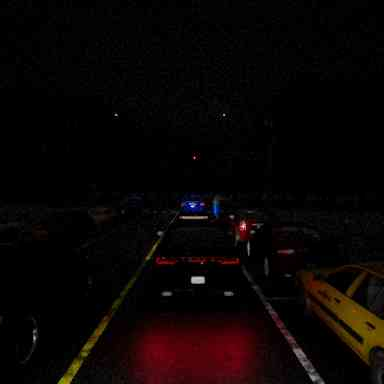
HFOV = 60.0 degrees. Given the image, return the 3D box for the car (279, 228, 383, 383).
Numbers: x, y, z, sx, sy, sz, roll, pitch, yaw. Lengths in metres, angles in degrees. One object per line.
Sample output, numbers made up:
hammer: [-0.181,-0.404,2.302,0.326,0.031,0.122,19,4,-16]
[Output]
car: [2.758,1.525,4.582,1.752,1.417,4.829,0,0,0]

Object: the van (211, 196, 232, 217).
van: [2.745,1.346,31.600,1.690,1.788,3.998,0,0,0]

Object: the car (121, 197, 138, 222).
car: [-5.778,1.444,26.158,1.967,1.590,4.097,0,0,0]

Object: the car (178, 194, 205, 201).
car: [0.009,1.226,29.438,2.150,2.045,5.566,0,0,-2]

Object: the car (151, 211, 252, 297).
car: [0.090,1.478,8.627,1.882,1.535,5.008,0,0,0]

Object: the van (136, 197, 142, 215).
van: [-5.781,1.346,31.596,1.690,1.788,3.998,0,0,0]

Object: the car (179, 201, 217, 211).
car: [0.087,1.493,19.071,2.128,1.511,4.902,0,0,0]

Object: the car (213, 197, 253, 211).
car: [2.750,1.317,20.725,2.192,1.841,5.009,0,0,0]

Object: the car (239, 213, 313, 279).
car: [2.755,1.545,9.850,1.887,1.381,4.507,0,0,0]

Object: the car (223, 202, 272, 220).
car: [2.752,1.441,15.287,1.967,1.590,4.097,0,0,0]

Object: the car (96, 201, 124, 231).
car: [-5.775,1.527,20.551,1.752,1.417,4.829,0,0,0]

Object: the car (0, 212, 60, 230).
car: [-5.770,1.526,9.676,1.752,1.417,4.829,0,0,0]

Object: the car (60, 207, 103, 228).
car: [-5.773,1.567,15.283,1.947,1.339,4.313,0,0,0]

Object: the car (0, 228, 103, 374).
car: [-3.104,1.564,5.527,1.994,1.385,4.181,0,0,0]

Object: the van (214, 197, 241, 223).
van: [2.747,1.345,26.162,1.690,1.788,3.998,0,0,0]
